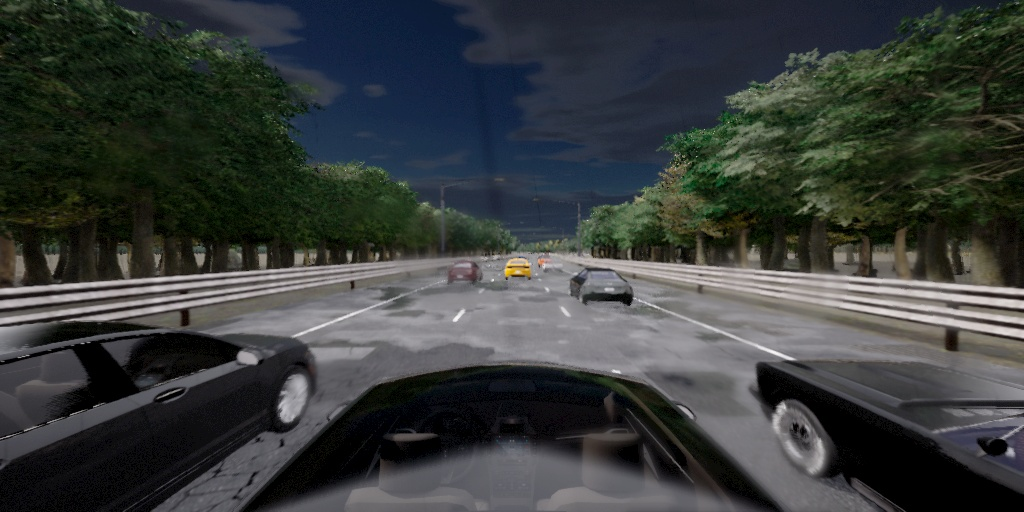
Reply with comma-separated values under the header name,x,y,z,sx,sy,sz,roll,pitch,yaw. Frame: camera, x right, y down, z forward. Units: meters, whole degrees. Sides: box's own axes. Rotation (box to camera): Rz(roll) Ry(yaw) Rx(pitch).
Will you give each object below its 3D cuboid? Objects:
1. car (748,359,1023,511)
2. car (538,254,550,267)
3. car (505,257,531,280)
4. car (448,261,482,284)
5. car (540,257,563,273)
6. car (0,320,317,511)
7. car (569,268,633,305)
name,x,y,z,sx,sy,sz,roll,pitch,yaw
car,3.501,1.351,1.742,1.895,1.301,4.718,0,1,0
car,4.952,0.724,53.596,2.097,1.767,4.553,0,0,3
car,0.508,0.997,28.519,1.882,1.535,5.008,0,1,2
car,-3.106,1.073,24.180,1.812,1.442,4.674,0,1,1
car,4.217,1.067,37.743,1.895,1.301,4.718,0,0,2
car,-3.392,1.245,2.605,1.837,1.490,4.892,0,1,0
car,3.624,1.190,15.218,1.994,1.385,4.181,0,0,1
